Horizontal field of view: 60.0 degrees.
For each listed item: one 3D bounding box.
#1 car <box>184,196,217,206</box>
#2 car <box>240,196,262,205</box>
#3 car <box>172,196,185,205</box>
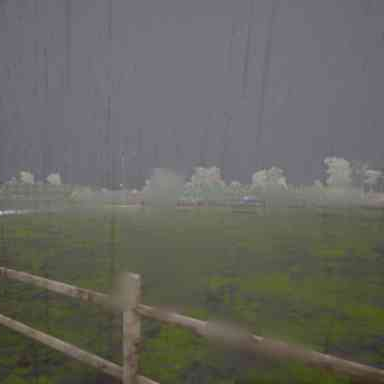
[{"bbox_3d":[1.658,1.539,52.454,4.718,1.301,1.895,0,0,-38],"label":"car"},{"bbox_3d":[10.467,1.483,59.314,4.674,1.442,1.812,0,0,-36],"label":"car"},{"bbox_3d":[-1.031,1.404,53.941,4.902,1.511,2.128,0,0,-39],"label":"car"}]
